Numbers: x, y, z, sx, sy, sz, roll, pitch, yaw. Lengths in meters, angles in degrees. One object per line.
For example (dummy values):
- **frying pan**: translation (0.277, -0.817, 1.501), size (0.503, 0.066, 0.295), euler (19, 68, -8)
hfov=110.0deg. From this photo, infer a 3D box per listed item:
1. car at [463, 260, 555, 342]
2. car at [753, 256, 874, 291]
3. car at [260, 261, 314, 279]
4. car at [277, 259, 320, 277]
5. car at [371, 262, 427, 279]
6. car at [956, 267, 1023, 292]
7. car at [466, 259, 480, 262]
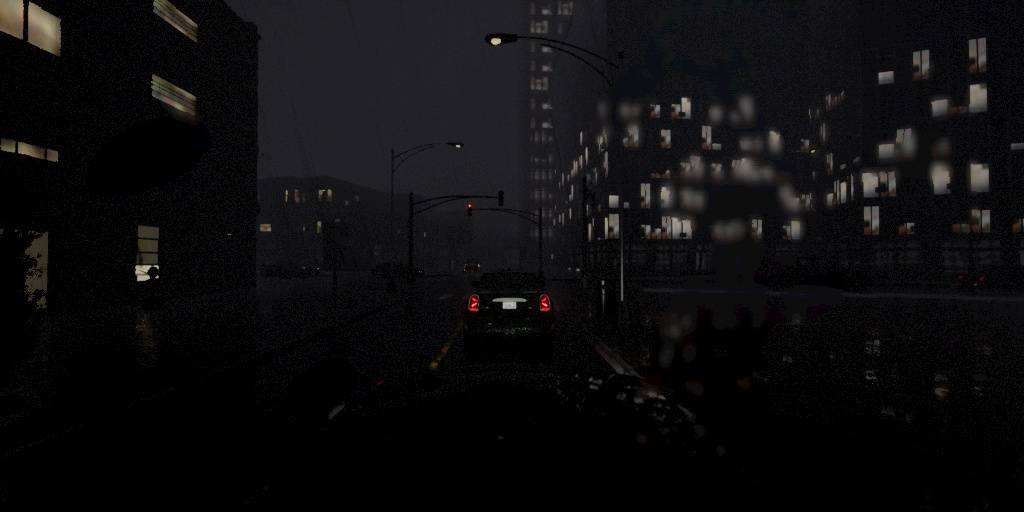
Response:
- **car**: translation (-0.088, 1.104, 9.990), size (2.097, 1.767, 4.553), euler (0, 0, -1)
- **car**: translation (16.022, 0.931, 19.378), size (5.009, 1.841, 2.192), euler (0, 0, 19)
- **car**: translation (-20.167, 1.320, 31.690), size (4.313, 1.339, 1.948), euler (0, 0, 19)
- **car**: translation (-20.867, 1.152, 34.542), size (4.553, 1.767, 2.097), euler (0, -1, 19)
- **car**: translation (-9.978, 1.277, 31.783), size (4.892, 1.490, 1.837), euler (0, -1, 6)
- **car**: translation (26.794, 1.220, 18.501), size (4.718, 1.301, 1.895), euler (0, -1, 19)
- **car**: translation (-4.725, 1.112, 42.737), size (2.097, 1.767, 4.553), euler (0, 0, -5)
